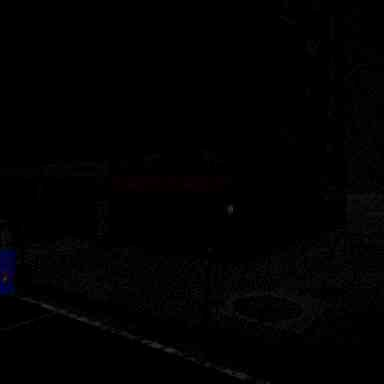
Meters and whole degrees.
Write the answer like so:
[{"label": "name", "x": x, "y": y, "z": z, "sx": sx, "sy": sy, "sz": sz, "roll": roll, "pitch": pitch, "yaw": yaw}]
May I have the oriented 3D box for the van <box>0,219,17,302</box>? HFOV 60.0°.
[{"label": "van", "x": -5.293, "y": 1.340, "z": 6.864, "sx": 3.998, "sy": 1.788, "sz": 1.690, "roll": 0, "pitch": 0, "yaw": 36}]
